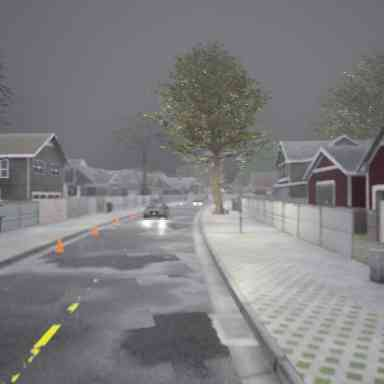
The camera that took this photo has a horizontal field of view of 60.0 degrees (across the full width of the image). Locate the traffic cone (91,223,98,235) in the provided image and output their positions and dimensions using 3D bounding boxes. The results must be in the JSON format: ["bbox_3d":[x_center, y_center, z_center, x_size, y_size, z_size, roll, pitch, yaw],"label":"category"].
[{"bbox_3d":[-5.163,1.969,17.790,0.340,0.580,0.340,0,0,0],"label":"traffic cone"}]

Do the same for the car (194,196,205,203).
[{"bbox_3d":[1.716,1.568,72.699,2.128,1.511,4.902,-1,0,12],"label":"car"}]

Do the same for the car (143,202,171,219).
[{"bbox_3d":[-2.986,1.566,28.722,1.994,1.385,4.181,0,0,2],"label":"car"}]

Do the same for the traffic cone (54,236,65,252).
[{"bbox_3d":[-5.069,1.971,12.739,0.340,0.580,0.340,0,0,-2],"label":"traffic cone"}]
